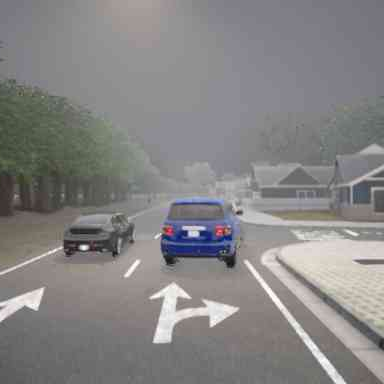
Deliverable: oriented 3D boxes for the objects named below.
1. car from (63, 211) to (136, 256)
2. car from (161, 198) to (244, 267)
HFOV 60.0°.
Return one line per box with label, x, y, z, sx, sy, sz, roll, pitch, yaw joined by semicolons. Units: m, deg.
car;-3.429;1.498;13.040;1.837;1.490;4.892;0;1;0
car;0.555;1.216;11.631;2.150;2.045;5.566;-1;0;11
